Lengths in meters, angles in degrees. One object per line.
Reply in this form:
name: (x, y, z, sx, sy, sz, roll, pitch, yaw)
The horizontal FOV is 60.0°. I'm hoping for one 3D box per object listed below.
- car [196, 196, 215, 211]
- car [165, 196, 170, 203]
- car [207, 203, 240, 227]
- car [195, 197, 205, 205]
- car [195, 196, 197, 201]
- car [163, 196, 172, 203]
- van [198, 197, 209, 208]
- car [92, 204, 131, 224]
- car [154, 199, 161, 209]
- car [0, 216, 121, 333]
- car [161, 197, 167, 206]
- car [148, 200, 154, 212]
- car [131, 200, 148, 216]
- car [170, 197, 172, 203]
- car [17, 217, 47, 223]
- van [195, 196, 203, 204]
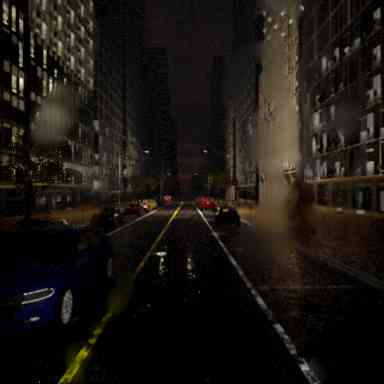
car: (2.119, 1.645, 46.711, 2.192, 1.841, 5.009, -1, 0, -1)
car: (-6.609, 2.114, 75.021, 2.008, 1.369, 4.403, -1, 0, -1)
car: (2.404, 1.716, 23.976, 2.008, 1.369, 4.403, -1, 0, -1)
car: (1.769, 1.973, 75.125, 1.967, 1.590, 4.097, -1, 0, -1)
car: (2.049, 1.686, 52.394, 2.192, 1.841, 5.009, -1, 0, -1)
car: (-6.823, 1.998, 92.071, 2.192, 1.841, 5.009, -1, 0, -1)
van: (1.979, 1.753, 58.077, 1.690, 1.788, 3.998, -1, 0, -1)
car: (-5.976, 1.746, 23.872, 2.008, 1.369, 4.403, -1, 0, -1)
car: (-6.326, 1.925, 52.119, 1.752, 1.417, 4.829, -1, 0, -1)
car: (-3.069, 1.543, 7.301, 1.882, 1.535, 5.008, 0, 0, -1)
car: (-6.469, 2.048, 63.654, 1.947, 1.339, 4.313, -1, 0, -1)
car: (-6.189, 1.759, 40.922, 1.967, 1.590, 4.097, -1, 0, -1)
car: (-6.117, 1.860, 35.238, 1.802, 1.307, 4.206, -1, 0, -1)
car: (-6.751, 2.083, 86.387, 1.967, 1.590, 4.097, -1, 0, -1)
car: (-5.836, 1.664, 12.507, 2.008, 1.369, 4.403, -1, 0, -1)
van: (1.697, 1.914, 80.808, 1.690, 1.788, 3.998, -1, 0, -1)
